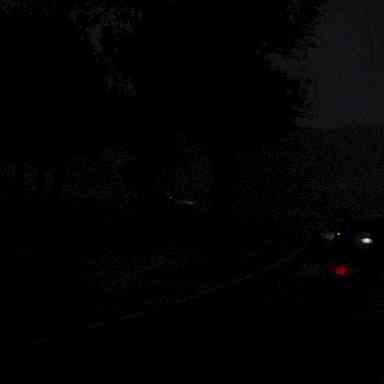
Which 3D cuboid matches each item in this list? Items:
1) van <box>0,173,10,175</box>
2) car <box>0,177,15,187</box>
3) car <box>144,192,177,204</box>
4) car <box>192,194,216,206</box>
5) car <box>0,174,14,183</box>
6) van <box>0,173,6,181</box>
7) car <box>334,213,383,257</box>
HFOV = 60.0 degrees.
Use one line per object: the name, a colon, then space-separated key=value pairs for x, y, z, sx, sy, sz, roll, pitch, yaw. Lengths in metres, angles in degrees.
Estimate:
van: x=-42.865 y=-2.841 z=74.805 sx=1.878 sy=1.987 sz=4.442 roll=6 pitch=5 yaw=32
car: x=-37.398 y=-1.764 z=67.509 sx=2.231 sy=1.521 sz=4.892 roll=6 pitch=5 yaw=32
car: x=-4.133 y=0.725 z=44.151 sx=4.674 sy=1.442 sz=1.812 roll=3 pitch=2 yaw=30
car: x=2.055 y=0.983 z=43.725 sx=4.181 sy=1.385 sz=1.994 roll=3 pitch=3 yaw=41
car: x=-44.784 y=-3.144 z=77.079 sx=2.435 sy=2.045 sz=5.566 roll=6 pitch=5 yaw=32
van: x=-48.534 y=-3.681 z=81.813 sx=1.878 sy=1.987 sz=4.442 roll=6 pitch=5 yaw=32
car: x=6.322 y=1.466 z=12.143 sx=1.994 sy=1.385 sz=4.181 roll=0 pitch=0 yaw=26
